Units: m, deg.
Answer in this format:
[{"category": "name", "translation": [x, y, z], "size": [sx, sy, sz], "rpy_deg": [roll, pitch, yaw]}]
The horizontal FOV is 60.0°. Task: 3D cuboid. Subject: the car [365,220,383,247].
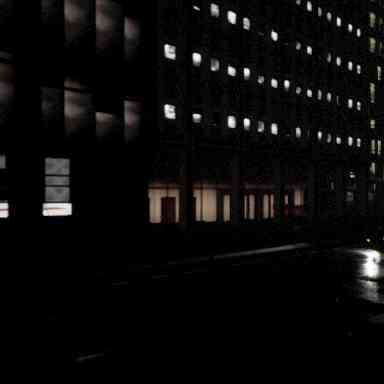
[{"category": "car", "translation": [9.327, 1.701, 14.338], "size": [4.181, 1.385, 1.994], "rpy_deg": [1, 0, -36]}]
